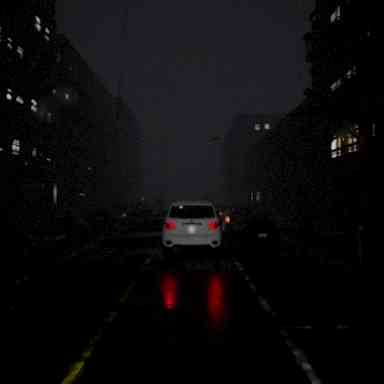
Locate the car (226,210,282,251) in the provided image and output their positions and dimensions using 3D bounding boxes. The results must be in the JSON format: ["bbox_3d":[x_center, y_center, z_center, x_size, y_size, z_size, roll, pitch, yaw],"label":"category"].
[{"bbox_3d":[2.693,1.709,14.724,1.947,1.339,4.313,0,-1,0],"label":"car"}]

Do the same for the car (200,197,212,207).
[{"bbox_3d":[2.680,2.012,65.936,2.192,1.841,5.009,0,-1,0],"label":"car"}]

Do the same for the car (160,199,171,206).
[{"bbox_3d":[-5.703,2.316,71.623,2.008,1.369,4.403,0,-1,0],"label":"car"}]

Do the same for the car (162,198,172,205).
[{"bbox_3d":[-5.704,2.274,77.315,1.967,1.590,4.097,0,-1,0],"label":"car"}]

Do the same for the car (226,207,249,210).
[{"bbox_3d":[2.692,1.640,20.416,1.967,1.590,4.097,0,-1,0],"label":"car"}]

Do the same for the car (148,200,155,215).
[{"bbox_3d":[-5.693,1.817,37.486,1.967,1.590,4.097,0,-1,0],"label":"car"}]

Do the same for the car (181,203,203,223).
[{"bbox_3d":[-0.002,1.800,29.311,1.837,1.490,4.892,0,0,0],"label":"car"}]

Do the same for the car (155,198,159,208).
[{"bbox_3d":[-5.699,1.945,60.245,2.192,1.841,5.009,0,-1,0],"label":"car"}]

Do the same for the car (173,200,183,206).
[{"bbox_3d":[-3.018,2.357,71.739,1.895,1.301,4.718,0,-1,0],"label":"car"}]

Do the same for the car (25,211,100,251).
[{"bbox_3d":[-5.688,1.725,14.726,1.802,1.307,4.206,0,-1,0],"label":"car"}]

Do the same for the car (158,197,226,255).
[{"bbox_3d":[-0.002,1.352,14.011,2.150,2.045,5.566,0,0,0],"label":"car"}]

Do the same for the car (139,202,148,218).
[{"bbox_3d":[-5.692,1.862,31.796,1.887,1.381,4.507,0,-1,0],"label":"car"}]

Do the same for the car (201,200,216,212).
[{"bbox_3d":[2.343,1.993,47.885,1.837,1.490,4.892,0,-1,0],"label":"car"}]

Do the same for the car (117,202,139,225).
[{"bbox_3d":[-5.690,1.698,26.108,1.967,1.590,4.097,0,-1,0],"label":"car"}]

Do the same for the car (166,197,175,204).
[{"bbox_3d":[-5.706,2.289,88.694,2.192,1.841,5.009,0,-1,0],"label":"car"}]

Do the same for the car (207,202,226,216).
[{"bbox_3d":[2.687,1.904,37.654,1.752,1.417,4.829,0,-1,0],"label":"car"}]

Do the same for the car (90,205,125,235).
[{"bbox_3d":[-5.689,1.745,20.417,1.887,1.381,4.507,0,-1,0],"label":"car"}]

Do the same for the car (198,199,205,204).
[{"bbox_3d":[2.671,2.628,94.381,1.802,1.307,4.206,0,-1,0],"label":"car"}]
